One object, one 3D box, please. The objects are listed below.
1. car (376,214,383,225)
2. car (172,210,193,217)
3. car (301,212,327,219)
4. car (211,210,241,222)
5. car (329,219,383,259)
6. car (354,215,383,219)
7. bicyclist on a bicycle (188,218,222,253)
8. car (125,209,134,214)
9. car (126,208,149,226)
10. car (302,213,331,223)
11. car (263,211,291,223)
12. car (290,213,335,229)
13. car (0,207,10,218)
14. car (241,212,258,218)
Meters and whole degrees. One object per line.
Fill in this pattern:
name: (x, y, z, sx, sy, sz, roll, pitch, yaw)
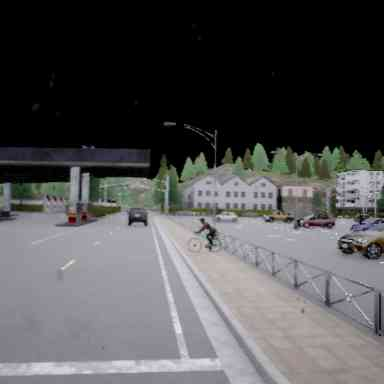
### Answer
car: (30.912, 4.260, 50.473, 5.027, 1.636, 2.152, 2, -3, -8)
car: (-2.223, 4.767, 75.152, 4.902, 1.511, 2.128, 2, -3, -8)
car: (29.172, 5.651, 79.458, 5.357, 1.411, 2.033, 2, -3, -8)
car: (4.873, 3.805, 49.952, 3.806, 1.475, 1.970, 2, -3, -8)
car: (9.708, 2.327, 16.070, 5.027, 1.636, 2.152, 2, -3, -8)
car: (15.650, 3.053, 28.852, 3.633, 1.501, 1.845, 2, -3, -8)
bicyclist on a bicycle: (0.627, 2.057, 15.677, 1.656, 1.620, 0.582, 1, -3, -8)
car: (-17.048, 5.358, 91.348, 2.033, 1.411, 5.357, 2, -3, -8)
car: (-6.380, 2.898, 39.329, 2.150, 2.045, 5.566, 2, -3, -8)
car: (22.203, 4.604, 59.419, 4.514, 1.523, 2.007, 2, -3, -8)
car: (13.268, 3.803, 51.175, 4.605, 1.855, 1.932, 2, -3, -8)
car: (14.298, 3.455, 38.744, 4.514, 1.523, 2.007, 2, -3, -8)
car: (-28.723, 3.063, 49.156, 2.242, 1.667, 4.611, 2, -3, -8)
car: (13.200, 5.271, 77.264, 4.181, 1.385, 1.994, 2, -3, -8)
